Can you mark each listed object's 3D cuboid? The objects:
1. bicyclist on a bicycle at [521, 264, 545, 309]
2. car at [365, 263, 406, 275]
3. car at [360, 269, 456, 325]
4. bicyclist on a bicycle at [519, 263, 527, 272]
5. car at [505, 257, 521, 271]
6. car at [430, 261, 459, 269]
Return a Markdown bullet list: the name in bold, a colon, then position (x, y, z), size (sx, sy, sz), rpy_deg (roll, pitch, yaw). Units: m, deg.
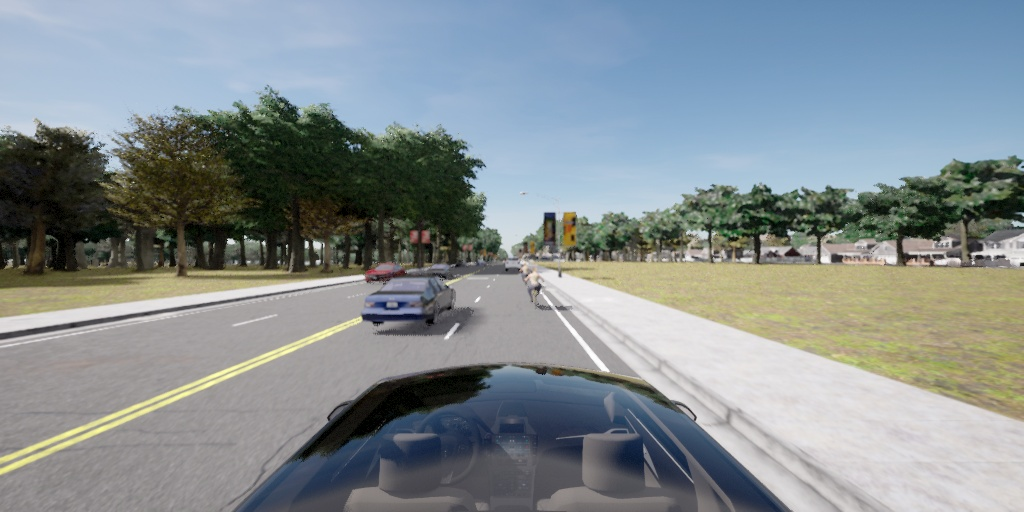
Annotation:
- **bicyclist on a bicycle**: position (0.892, 1.223, 14.156), size (0.866, 1.612, 1.509), rpy_deg (0, 0, 0)
- **car**: position (-9.810, 1.314, 28.165), size (1.882, 1.535, 5.008), rpy_deg (0, 0, 0)
- **car**: position (-3.135, 1.329, 11.890), size (2.033, 1.411, 5.357), rpy_deg (0, 0, 0)
- **bicyclist on a bicycle**: position (0.903, 1.254, 23.926), size (0.866, 1.612, 1.509), rpy_deg (0, 0, 0)
- **car**: position (0.168, 1.137, 52.789), size (2.150, 2.045, 5.566), rpy_deg (0, 0, 0)
- **car**: position (-6.555, 1.398, 33.087), size (2.033, 1.411, 5.357), rpy_deg (0, 0, 0)
